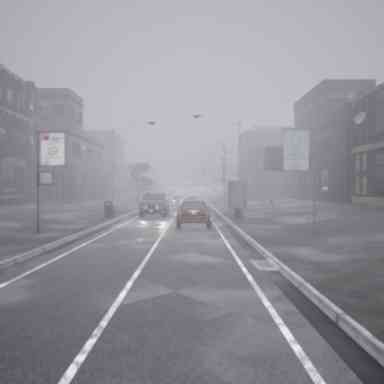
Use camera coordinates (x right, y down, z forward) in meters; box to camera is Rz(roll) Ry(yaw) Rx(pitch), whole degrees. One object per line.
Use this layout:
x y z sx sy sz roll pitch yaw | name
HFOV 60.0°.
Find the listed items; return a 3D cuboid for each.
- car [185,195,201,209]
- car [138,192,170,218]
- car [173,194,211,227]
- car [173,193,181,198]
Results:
0.086 1.199 40.414 1.837 1.490 4.892 0 1 0 | car
-3.106 1.051 28.107 2.150 2.045 5.566 0 0 0 | car
0.091 1.240 21.971 2.097 1.767 4.553 0 1 0 | car
-3.024 0.889 70.438 1.812 1.442 4.674 0 0 0 | car
